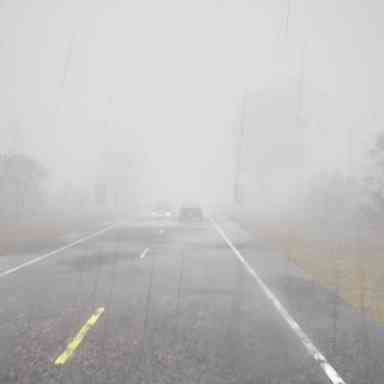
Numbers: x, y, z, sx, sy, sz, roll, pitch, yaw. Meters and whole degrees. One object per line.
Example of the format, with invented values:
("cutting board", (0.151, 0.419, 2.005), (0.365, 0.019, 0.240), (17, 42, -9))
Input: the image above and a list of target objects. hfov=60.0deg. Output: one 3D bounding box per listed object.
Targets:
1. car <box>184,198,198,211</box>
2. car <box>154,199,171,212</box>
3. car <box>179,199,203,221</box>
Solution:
("car", (-0.107, 1.699, 46.099), (1.882, 1.535, 5.008), (0, 0, 0))
("car", (-3.674, 1.680, 41.672), (1.882, 1.535, 5.008), (0, -1, 0))
("car", (-0.089, 1.597, 28.580), (1.882, 1.535, 5.008), (0, 0, 0))
